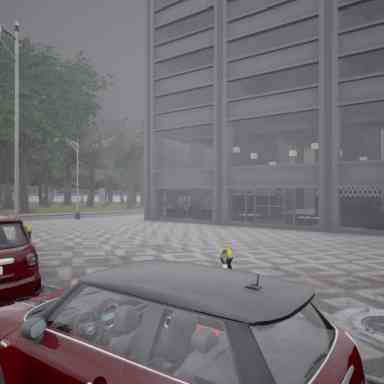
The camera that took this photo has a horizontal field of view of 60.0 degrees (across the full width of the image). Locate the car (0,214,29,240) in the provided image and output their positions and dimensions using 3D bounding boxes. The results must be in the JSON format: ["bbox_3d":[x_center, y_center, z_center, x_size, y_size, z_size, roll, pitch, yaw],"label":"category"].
[{"bbox_3d":[-4.984,1.315,6.501,5.009,1.841,2.192,0,0,35],"label":"car"}]

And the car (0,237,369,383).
[{"bbox_3d":[-0.551,1.440,3.351,4.097,1.590,1.967,0,0,35],"label":"car"}]
